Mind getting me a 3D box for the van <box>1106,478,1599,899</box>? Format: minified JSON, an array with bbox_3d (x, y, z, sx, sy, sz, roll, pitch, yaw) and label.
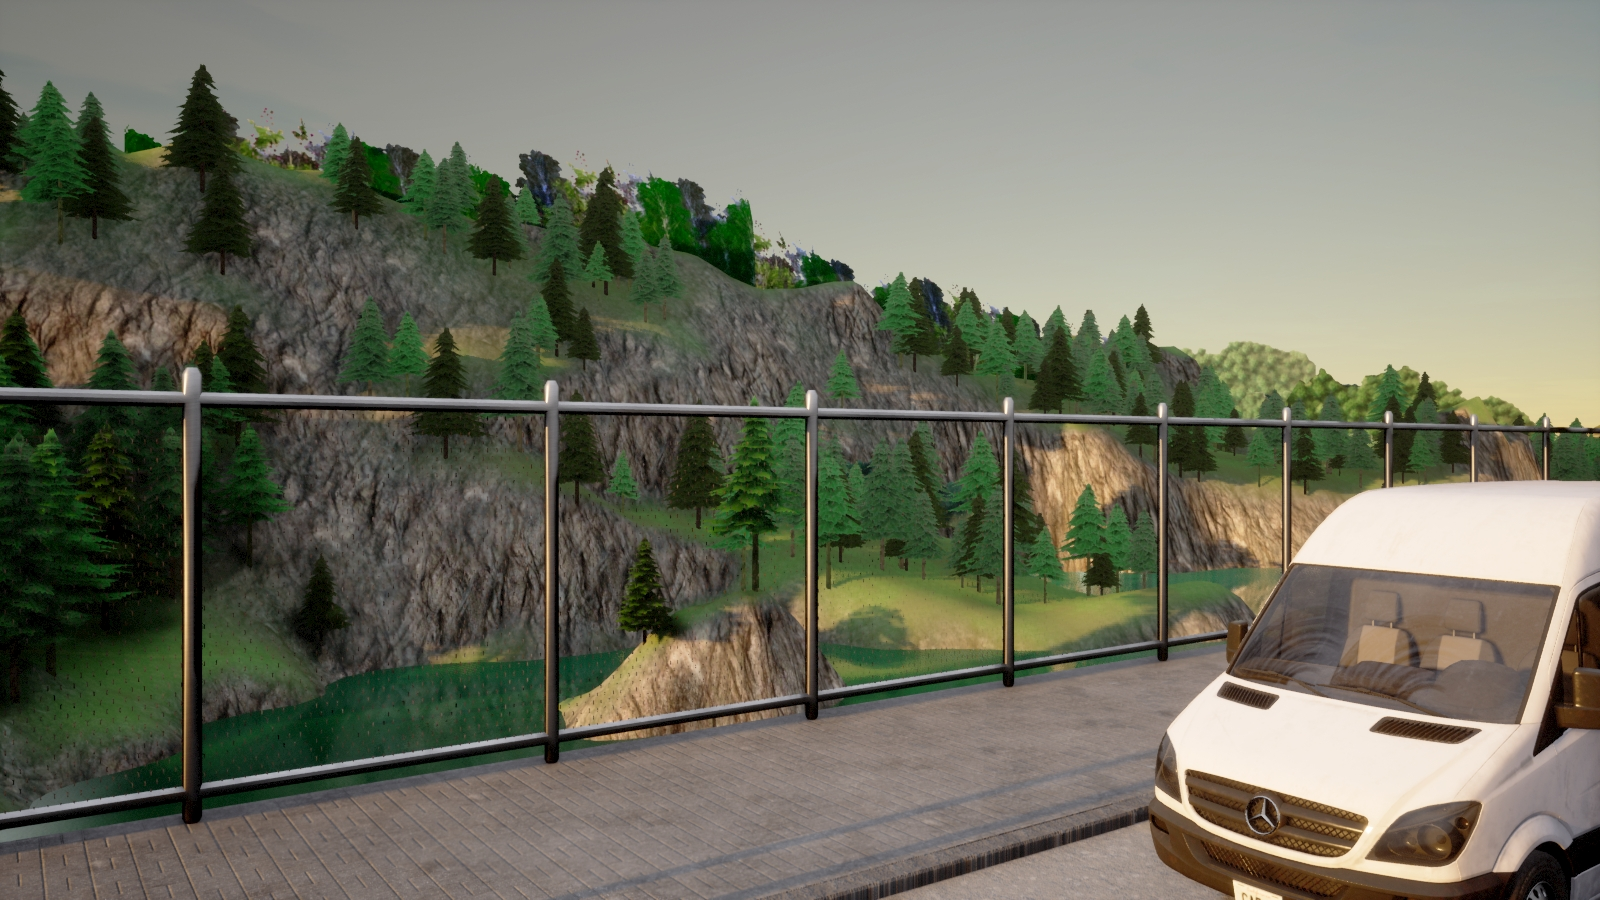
[{"bbox_3d":[4.843,1.531,7.777,5.915,2.561,1.988,0,0,-35],"label":"van"}]
